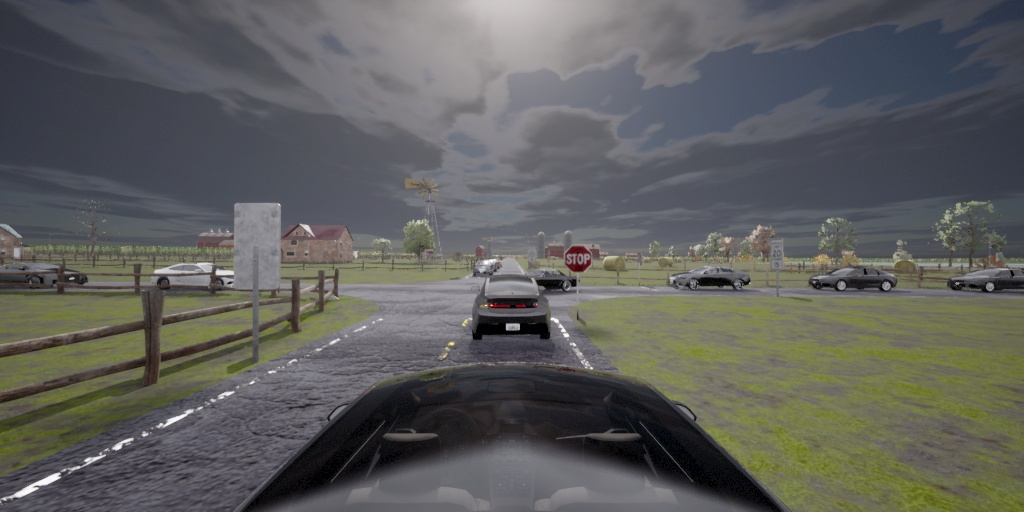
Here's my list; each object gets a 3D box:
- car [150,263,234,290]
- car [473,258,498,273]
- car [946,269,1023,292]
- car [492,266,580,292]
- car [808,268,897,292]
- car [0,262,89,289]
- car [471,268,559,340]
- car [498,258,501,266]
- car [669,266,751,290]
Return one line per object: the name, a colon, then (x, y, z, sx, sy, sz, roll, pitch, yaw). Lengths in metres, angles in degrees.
car: (-17.255, 1.102, 19.951, 4.674, 1.442, 1.812, 1, -1, -1)
car: (-2.882, 1.240, 36.691, 2.128, 1.511, 4.902, 0, 0, 0)
car: (31.689, 1.585, 23.593, 4.892, 1.490, 1.837, 1, -1, -1)
car: (1.488, 1.368, 20.053, 4.718, 1.301, 1.895, 1, 0, -35)
car: (22.186, 1.497, 23.466, 4.892, 1.490, 1.837, 1, -1, -1)
car: (-26.375, 1.046, 19.823, 4.181, 1.385, 1.994, 1, -1, -1)
car: (-0.079, 1.256, 10.006, 1.837, 1.490, 4.892, 0, 0, -2)
car: (-2.880, 1.237, 46.136, 2.128, 1.511, 4.902, 0, 0, 0)
car: (12.785, 1.394, 23.289, 4.902, 1.511, 2.128, 1, -1, -2)
